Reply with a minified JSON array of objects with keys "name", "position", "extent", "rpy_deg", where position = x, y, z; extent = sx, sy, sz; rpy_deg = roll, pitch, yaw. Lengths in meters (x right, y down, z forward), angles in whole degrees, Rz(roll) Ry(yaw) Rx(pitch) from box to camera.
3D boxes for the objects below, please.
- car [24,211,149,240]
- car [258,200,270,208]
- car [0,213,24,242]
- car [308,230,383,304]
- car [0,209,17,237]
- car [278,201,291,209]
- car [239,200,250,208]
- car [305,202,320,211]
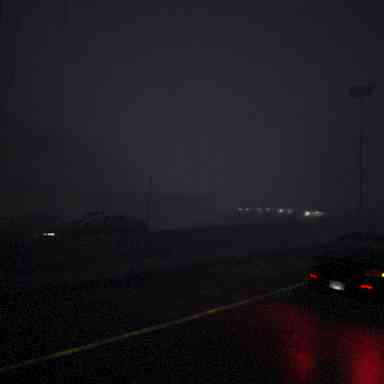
[{"name":"car","position":[-4.190,1.605,14.378],"extent":[4.902,1.511,2.128],"rpy_deg":[1,-1,-41]},{"name":"car","position":[12.992,2.176,60.303],"extent":[1.837,1.490,4.892],"rpy_deg":[0,-1,7]},{"name":"car","position":[-7.868,1.669,15.909],"extent":[4.181,1.385,1.994],"rpy_deg":[1,-1,-39]},{"name":"car","position":[4.511,1.630,7.849],"extent":[4.674,1.442,1.812],"rpy_deg":[1,-1,-41]},{"name":"car","position":[-11.650,1.659,17.355],"extent":[4.181,1.385,1.994],"rpy_deg":[1,-1,-38]},{"name":"car","position":[16.324,2.275,58.781],"extent":[1.895,1.301,4.718],"rpy_deg":[0,-1,8]},{"name":"car","position":[9.462,2.191,60.111],"extent":[2.033,1.411,5.357],"rpy_deg":[0,-1,7]},{"name":"car","position":[18.258,2.206,50.504],"extent":[1.895,1.301,4.718],"rpy_deg":[0,-1,15]}]
